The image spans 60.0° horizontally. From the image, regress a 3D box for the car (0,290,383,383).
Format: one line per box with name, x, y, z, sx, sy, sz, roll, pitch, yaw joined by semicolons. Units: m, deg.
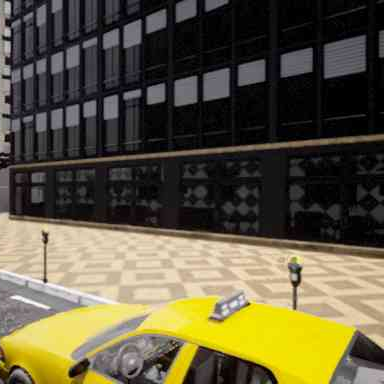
car;0.084;1.522;2.813;4.829;1.417;1.752;0;0;35
